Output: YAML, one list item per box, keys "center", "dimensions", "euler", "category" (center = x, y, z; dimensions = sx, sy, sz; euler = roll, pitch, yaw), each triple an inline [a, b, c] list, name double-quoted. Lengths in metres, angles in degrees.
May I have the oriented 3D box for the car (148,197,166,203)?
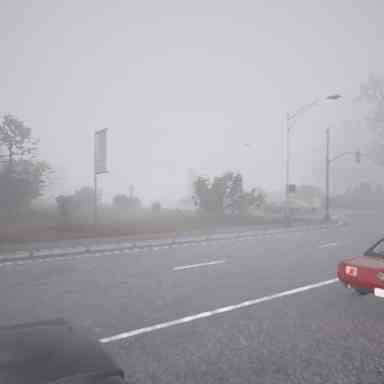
- center: [-7.725, 1.771, 73.224]
  dimensions: [1.895, 1.301, 4.718]
  euler: [0, 0, -38]
  category: "car"

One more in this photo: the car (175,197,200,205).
- center: [-1.001, 1.726, 64.950]
  dimensions: [2.033, 1.411, 5.357]
  euler: [0, 0, -38]
  category: "car"

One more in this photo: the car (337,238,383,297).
- center: [5.472, 1.667, 7.656]
  dimensions: [4.718, 1.301, 1.895]
  euler: [0, 0, -36]
  category: "car"

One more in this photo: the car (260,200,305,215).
- center: [9.092, 1.744, 35.305]
  dimensions: [1.895, 1.301, 4.718]
  euler: [0, 0, -39]
  category: "car"

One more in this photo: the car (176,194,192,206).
- center: [0.239, 1.387, 57.820]
  dimensions: [2.150, 2.045, 5.566]
  euler: [0, 0, -39]
  category: "car"

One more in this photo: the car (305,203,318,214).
- center: [11.720, 1.635, 37.626]
  dimensions: [1.882, 1.535, 5.008]
  euler: [0, 0, -39]
  category: "car"

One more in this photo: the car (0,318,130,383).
- center: [-2.652, 1.588, 1.846]
  dimensions: [4.718, 1.301, 1.895]
  euler: [1, 0, -36]
  category: "car"
